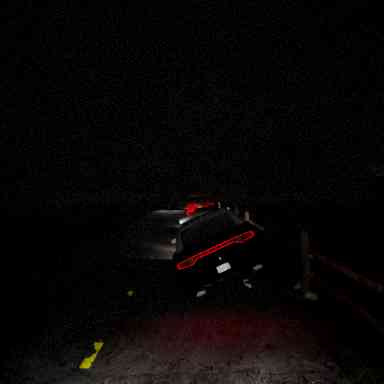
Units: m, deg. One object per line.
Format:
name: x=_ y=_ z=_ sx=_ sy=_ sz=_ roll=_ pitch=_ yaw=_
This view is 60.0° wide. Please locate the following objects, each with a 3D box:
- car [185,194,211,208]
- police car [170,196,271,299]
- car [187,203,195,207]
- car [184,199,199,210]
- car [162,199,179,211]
car: x=0.687 y=1.239 z=24.495 sx=2.150 sy=2.045 sz=5.566 roll=-3 pitch=-2 yaw=3
police car: x=0.488 y=1.210 z=8.672 sx=1.930 sy=1.638 sz=5.238 roll=-25 pitch=0 yaw=0
car: x=0.799 y=1.569 z=18.552 sx=1.812 sy=1.442 sz=4.674 roll=0 pitch=0 yaw=0
car: x=-0.055 y=1.731 z=46.487 sx=2.033 sy=1.411 sz=5.357 roll=0 pitch=0 yaw=0
car: x=-2.816 y=1.672 z=44.297 sx=1.837 sy=1.490 sz=4.892 roll=0 pitch=0 yaw=0
